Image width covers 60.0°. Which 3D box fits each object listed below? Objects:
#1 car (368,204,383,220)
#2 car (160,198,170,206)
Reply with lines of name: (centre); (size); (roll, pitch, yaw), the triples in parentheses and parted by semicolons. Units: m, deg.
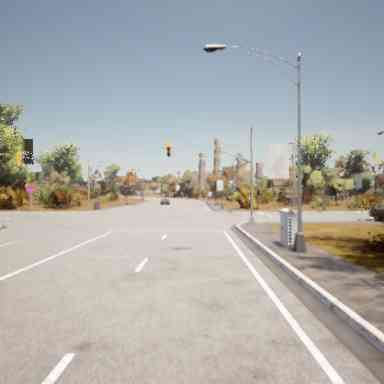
car: (18.631, 1.811, 30.175); (4.892, 1.490, 1.837); (0, -1, -2)
car: (-5.878, 2.134, 72.979); (1.882, 1.535, 5.008); (0, 0, 1)
